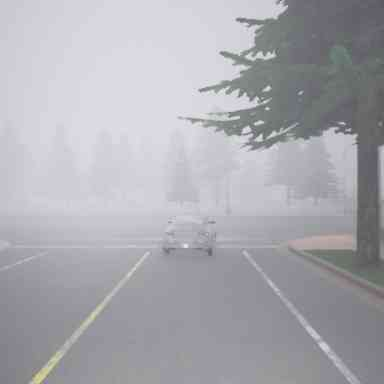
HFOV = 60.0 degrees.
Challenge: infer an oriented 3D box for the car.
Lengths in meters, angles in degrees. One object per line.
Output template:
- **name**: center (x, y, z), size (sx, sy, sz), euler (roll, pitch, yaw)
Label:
- **car**: center (-0.024, 1.625, 13.712), size (1.812, 1.442, 4.674), euler (0, 0, 5)
